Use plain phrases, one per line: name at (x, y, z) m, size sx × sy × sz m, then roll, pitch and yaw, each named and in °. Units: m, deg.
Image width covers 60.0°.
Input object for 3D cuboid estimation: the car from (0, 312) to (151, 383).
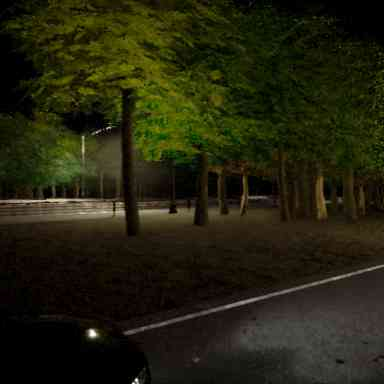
car at (-2.551, 1.490, 1.895) m, size 4.902 × 1.511 × 2.128 m, roll 0°, pitch 0°, yaw -36°
